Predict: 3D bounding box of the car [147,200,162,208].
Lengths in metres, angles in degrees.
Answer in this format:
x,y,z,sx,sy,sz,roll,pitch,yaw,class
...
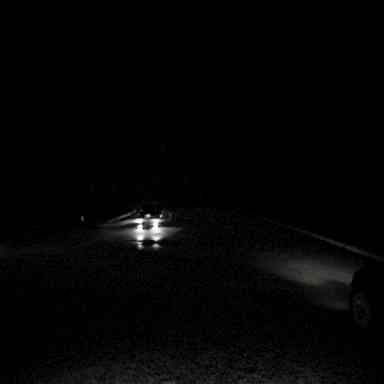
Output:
x,y,z,sx,sy,sz,roll,pitch,yaw,class
-8.223,2.603,72.331,1.882,1.535,5.008,0,-1,-25,car

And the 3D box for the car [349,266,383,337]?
x,y,z,sx,sy,sz,roll,pitch,yaw,class
3.605,1.506,3.803,2.128,1.511,4.902,0,0,0,car

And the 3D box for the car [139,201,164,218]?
x,y,z,sx,sy,sz,roll,pitch,yaw,class
-4.054,1.798,32.847,1.895,1.301,4.718,0,-1,-2,car

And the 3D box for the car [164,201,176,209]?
x,y,z,sx,sy,sz,roll,pitch,yaw,class
-5.061,2.451,63.378,1.994,1.385,4.181,0,-1,-19,car

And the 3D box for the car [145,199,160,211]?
x,y,z,sx,sy,sz,roll,pitch,yaw,class
-6.208,1.968,52.360,2.097,1.767,4.553,0,-1,-10,car

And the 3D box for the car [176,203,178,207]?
x,y,z,sx,sy,sz,roll,pitch,yaw,class
-4.595,2.700,72.717,1.895,1.301,4.718,0,-1,-22,car
